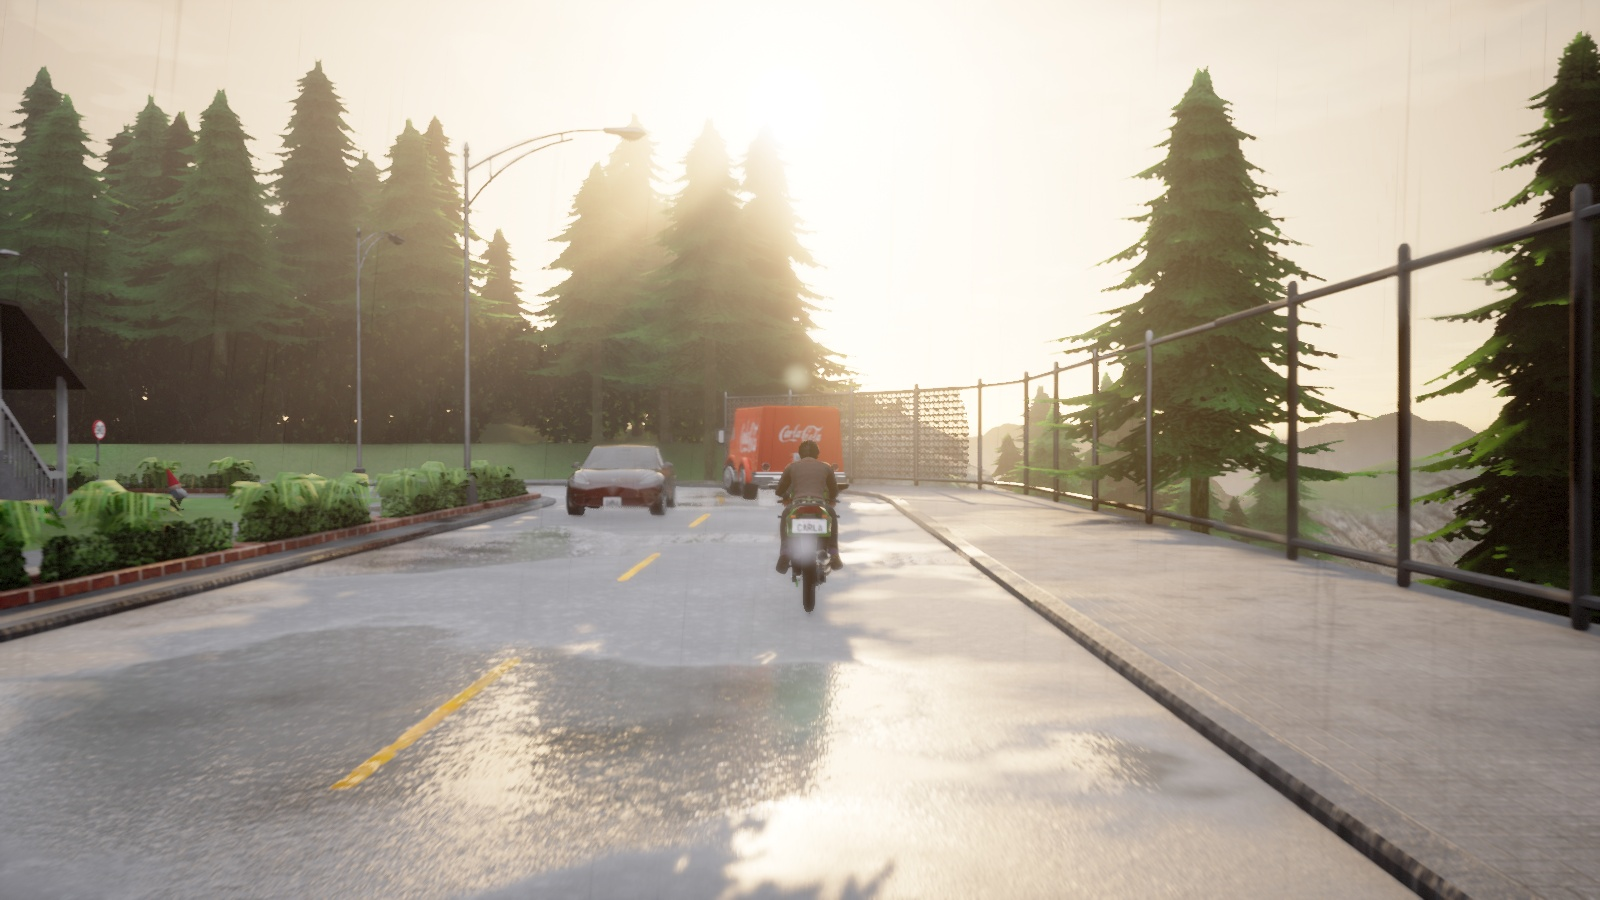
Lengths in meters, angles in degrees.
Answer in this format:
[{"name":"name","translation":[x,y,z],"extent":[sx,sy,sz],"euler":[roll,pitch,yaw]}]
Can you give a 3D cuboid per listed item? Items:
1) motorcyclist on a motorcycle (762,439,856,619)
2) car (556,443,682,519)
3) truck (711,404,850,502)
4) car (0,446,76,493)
[{"name":"motorcyclist on a motorcycle","translation":[0.081,0.663,11.633],"extent":[0.797,1.523,2.044],"euler":[0,0,0]},{"name":"car","translation":[-3.784,0.591,27.087],"extent":[2.163,1.488,4.792],"euler":[0,0,-2]},{"name":"truck","translation":[-0.663,0.065,34.604],"extent":[2.627,2.467,5.204],"euler":[0,0,-15]},{"name":"car","translation":[-24.595,0.576,38.047],"extent":[4.181,1.385,1.994],"euler":[0,0,0]}]
